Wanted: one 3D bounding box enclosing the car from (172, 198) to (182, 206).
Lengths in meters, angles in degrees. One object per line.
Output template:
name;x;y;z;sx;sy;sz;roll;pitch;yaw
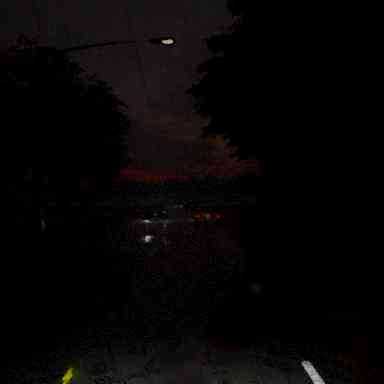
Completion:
car;-3.012;2.096;69.353;1.837;1.490;4.892;0;-1;0

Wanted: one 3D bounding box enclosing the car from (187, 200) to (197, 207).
car;-0.011;2.128;63.812;1.895;1.301;4.718;0;-1;0

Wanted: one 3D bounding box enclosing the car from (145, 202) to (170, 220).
car;-3.102;1.678;30.332;1.837;1.490;4.892;0;0;0

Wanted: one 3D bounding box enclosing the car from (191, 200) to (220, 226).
car;1.046;1.585;24.380;1.801;1.575;5.366;0;0;0

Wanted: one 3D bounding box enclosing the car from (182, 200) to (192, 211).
car;0.029;1.877;46.157;1.994;1.385;4.181;0;-1;0
